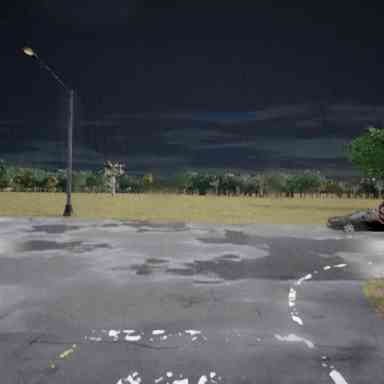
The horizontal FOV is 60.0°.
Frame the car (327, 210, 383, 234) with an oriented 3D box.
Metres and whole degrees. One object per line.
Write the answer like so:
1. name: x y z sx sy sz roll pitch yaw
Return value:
1. car: 11.528 1.933 21.839 5.008 1.535 1.882 2 1 0
